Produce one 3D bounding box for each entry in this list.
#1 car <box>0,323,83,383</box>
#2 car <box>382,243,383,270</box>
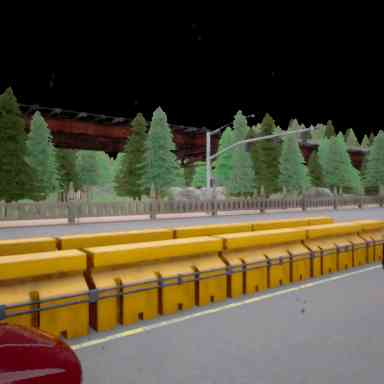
[{"bbox_3d":[-3.074,1.478,1.553,5.008,1.535,1.882,0,0,-35],"label":"car"},{"bbox_3d":[6.953,1.477,8.731,5.008,1.535,1.882,0,0,-35],"label":"car"}]
